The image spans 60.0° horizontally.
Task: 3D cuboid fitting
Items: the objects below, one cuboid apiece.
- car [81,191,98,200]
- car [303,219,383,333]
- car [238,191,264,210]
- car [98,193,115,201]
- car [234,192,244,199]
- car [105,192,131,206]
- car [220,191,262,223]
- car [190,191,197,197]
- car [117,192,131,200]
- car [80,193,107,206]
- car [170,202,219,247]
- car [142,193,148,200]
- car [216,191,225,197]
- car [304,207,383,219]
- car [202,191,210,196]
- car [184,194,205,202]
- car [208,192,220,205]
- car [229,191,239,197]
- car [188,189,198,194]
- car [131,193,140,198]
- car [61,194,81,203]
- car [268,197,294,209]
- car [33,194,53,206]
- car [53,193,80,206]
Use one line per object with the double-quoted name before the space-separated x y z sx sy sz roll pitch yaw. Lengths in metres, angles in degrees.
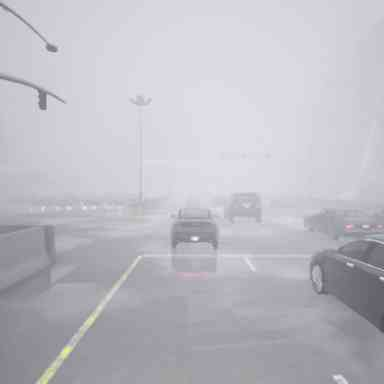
"car" -20.816 0.733 67.894 2.097 1.767 4.553 0 1 0
"car" 3.601 1.467 5.682 1.837 1.490 4.892 0 0 0
"car" 7.116 0.949 40.728 2.150 2.045 5.566 0 1 0
"car" -17.318 0.920 67.707 2.033 1.411 5.357 0 1 0
"car" 10.756 0.719 76.650 1.812 1.442 4.674 0 1 0
"car" -10.478 1.180 47.424 1.812 1.442 4.674 0 1 0
"car" 3.608 1.064 24.414 2.150 2.045 5.566 0 0 0
"car" 0.337 0.447 86.734 1.812 1.442 4.674 0 1 0
"car" -13.814 0.872 68.088 1.837 1.490 4.892 0 1 0
"car" -13.978 1.219 47.442 1.994 1.385 4.181 0 1 0
"car" 0.105 1.414 14.457 1.837 1.490 4.892 0 0 0
"car" -10.313 0.846 68.254 1.882 1.535 5.008 0 1 0
"car" 7.334 0.529 86.257 1.994 1.385 4.181 0 1 0
"car" 7.106 1.444 16.105 2.033 1.411 5.357 0 0 0
"car" 3.842 0.450 87.315 1.837 1.490 4.892 0 1 0
"car" 0.114 1.300 37.936 2.033 1.411 5.357 0 0 0
"car" 3.621 1.179 44.192 2.128 1.511 4.902 0 1 0
"car" 10.837 0.462 86.649 2.033 1.411 5.357 0 1 0
"car" 0.253 0.425 76.343 2.150 2.045 5.566 0 1 0
"car" -10.398 1.015 57.825 1.882 1.535 5.008 0 1 0
"car" -20.900 1.106 57.599 1.994 1.385 4.181 0 1 0
"car" 10.615 1.285 39.867 2.033 1.411 5.357 0 0 0
"car" -20.976 1.130 47.739 1.882 1.535 5.008 0 1 0
"car" -17.478 1.007 47.488 2.097 1.767 4.553 0 1 0
